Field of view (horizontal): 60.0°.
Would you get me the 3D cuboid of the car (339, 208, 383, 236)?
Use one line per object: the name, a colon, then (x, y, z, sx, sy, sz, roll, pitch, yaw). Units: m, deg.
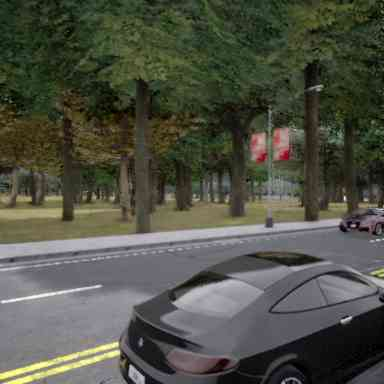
car: (10.262, 1.635, 18.983, 4.181, 1.385, 1.994, 0, 0, -35)

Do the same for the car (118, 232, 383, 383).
car: (1.364, 1.538, 4.411, 4.674, 1.442, 1.812, 0, 0, -35)
